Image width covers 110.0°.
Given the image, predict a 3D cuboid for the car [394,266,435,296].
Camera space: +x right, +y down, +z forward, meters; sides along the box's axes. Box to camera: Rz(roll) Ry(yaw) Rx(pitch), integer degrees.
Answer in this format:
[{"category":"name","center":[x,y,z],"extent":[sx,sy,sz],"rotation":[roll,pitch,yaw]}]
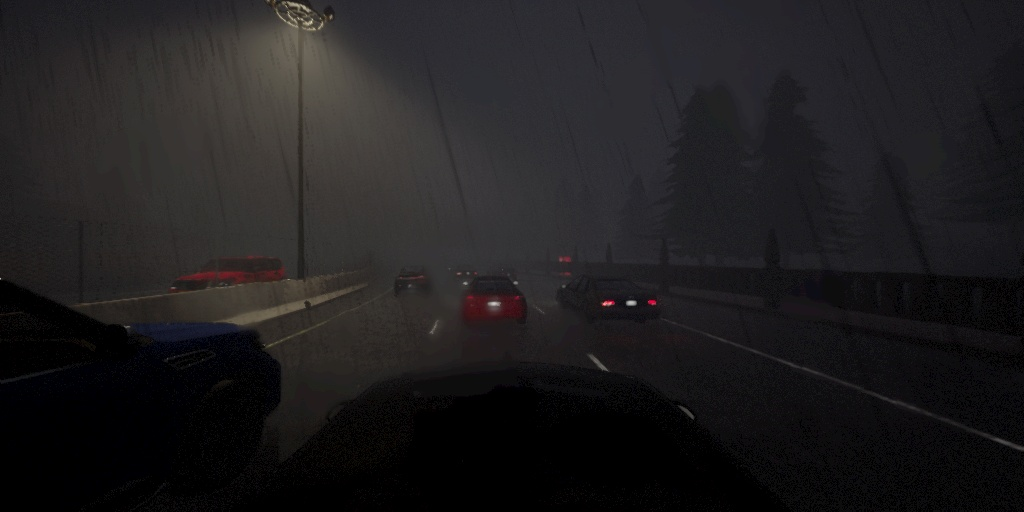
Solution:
[{"category":"car","center":[-5.342,1.305,19.847],"extent":[2.128,1.511,4.902],"rotation":[0,0,-11]}]

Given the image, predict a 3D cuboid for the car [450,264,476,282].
[{"category":"car","center":[-4.053,1.381,29.858],"extent":[2.033,1.411,5.357],"rotation":[0,0,-16]}]

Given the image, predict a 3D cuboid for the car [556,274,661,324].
[{"category":"car","center":[2.916,1.312,12.050],"extent":[2.033,1.411,5.357],"rotation":[0,0,-6]}]

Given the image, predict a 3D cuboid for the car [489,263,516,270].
[{"category":"car","center":[-0.899,1.351,31.311],"extent":[1.812,1.442,4.674],"rotation":[0,0,-16]}]

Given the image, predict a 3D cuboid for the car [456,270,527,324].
[{"category":"car","center":[-0.677,1.342,12.114],"extent":[1.994,1.385,4.181],"rotation":[0,0,-5]}]

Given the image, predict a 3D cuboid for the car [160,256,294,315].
[{"category":"car","center":[-11.831,1.048,15.557],"extent":[2.150,2.045,5.566],"rotation":[0,0,-10]}]

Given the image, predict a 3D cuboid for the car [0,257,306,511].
[{"category":"car","center":[-3.502,0.983,1.384],"extent":[2.150,2.045,5.566],"rotation":[0,0,0]}]

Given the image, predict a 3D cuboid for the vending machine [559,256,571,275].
[{"category":"vending machine","center":[5.537,1.012,37.434],"extent":[1.100,2.100,0.880],"rotation":[0,0,-18]}]

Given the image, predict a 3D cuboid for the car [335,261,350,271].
[{"category":"car","center":[-25.803,1.519,54.588],"extent":[2.033,1.411,5.357],"rotation":[0,0,-25]}]
